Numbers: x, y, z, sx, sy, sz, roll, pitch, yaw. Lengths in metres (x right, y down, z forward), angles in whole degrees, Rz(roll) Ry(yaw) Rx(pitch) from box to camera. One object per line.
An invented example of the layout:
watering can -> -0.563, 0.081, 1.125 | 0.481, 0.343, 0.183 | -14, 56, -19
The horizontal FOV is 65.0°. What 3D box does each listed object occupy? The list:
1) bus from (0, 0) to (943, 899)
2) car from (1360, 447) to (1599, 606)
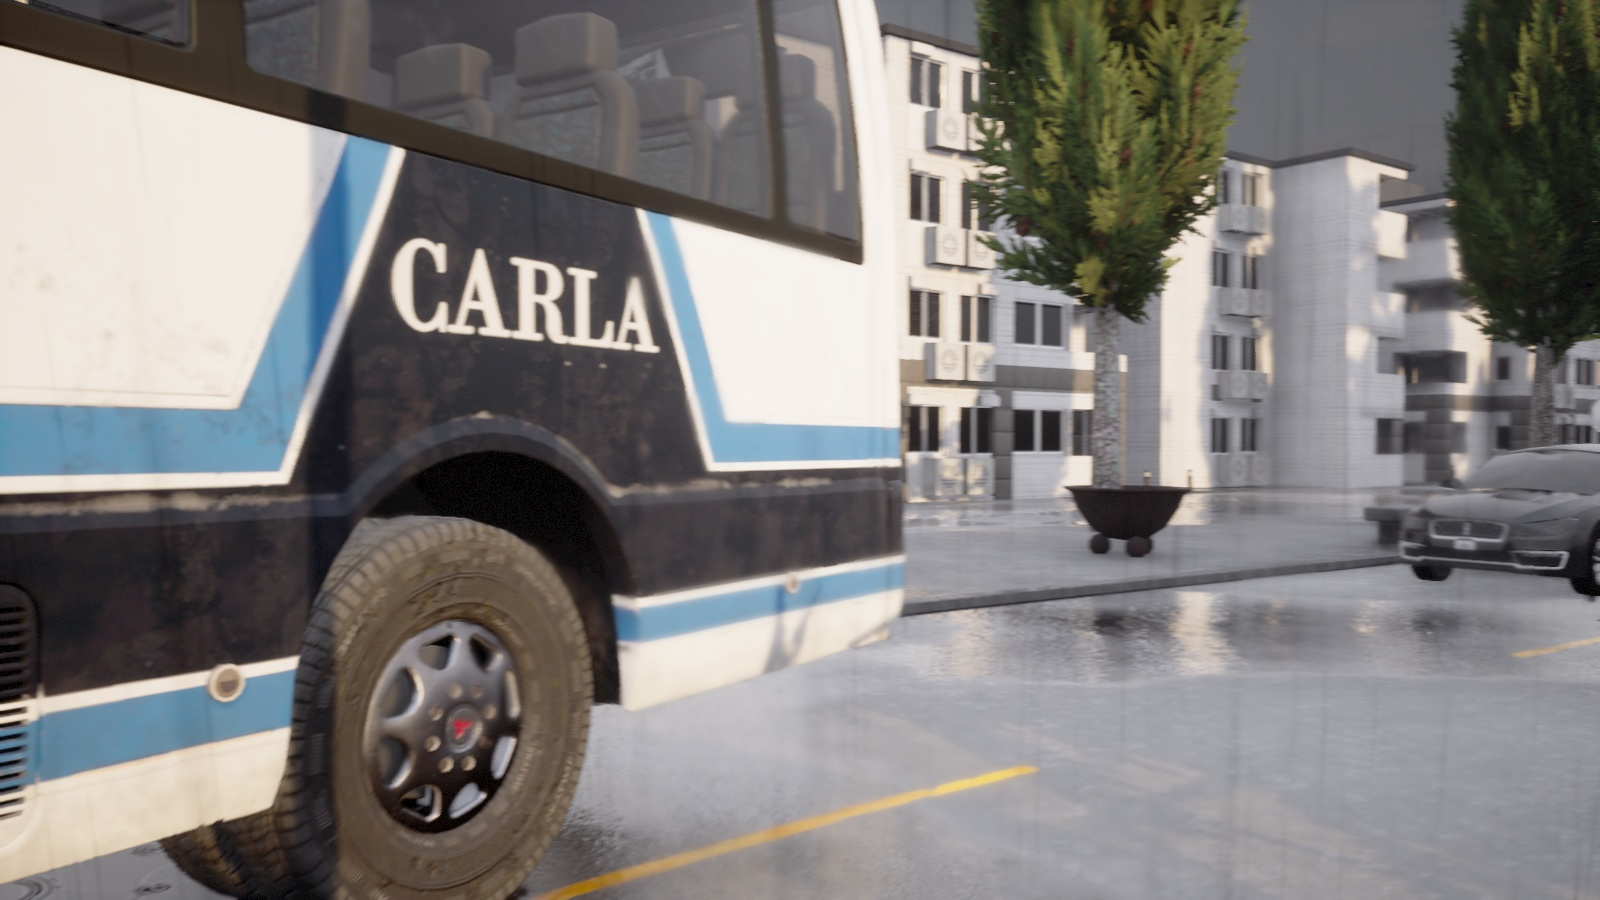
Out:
bus -> -3.683, -0.667, 2.096 | 3.944, 4.253, 10.273 | 0, 0, 30
car -> 8.431, 0.721, 14.043 | 4.892, 1.490, 1.837 | 0, 0, -37
